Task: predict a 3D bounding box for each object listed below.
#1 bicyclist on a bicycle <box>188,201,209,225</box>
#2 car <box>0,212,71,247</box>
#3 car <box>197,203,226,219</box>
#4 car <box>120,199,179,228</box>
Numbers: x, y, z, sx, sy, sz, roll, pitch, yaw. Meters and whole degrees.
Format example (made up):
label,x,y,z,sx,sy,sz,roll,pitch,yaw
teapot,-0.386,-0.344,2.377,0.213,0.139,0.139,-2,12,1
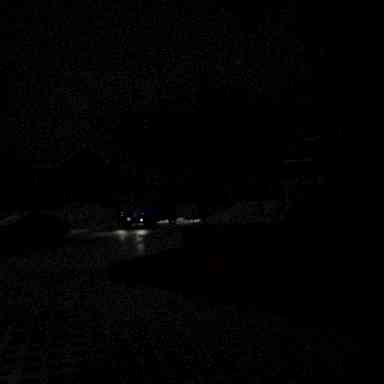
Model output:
label,x,y,z,sx,sy,sz,roll,pitch,yaw
bicyclist on a bicycle,0.487,1.327,19.634,1.656,1.620,0.582,-3,-2,28
car,-8.115,1.720,16.084,1.812,1.442,4.674,-3,-2,31
car,2.212,1.974,35.187,2.128,1.511,4.902,-3,-2,28
car,-3.077,1.554,25.376,2.150,2.045,5.566,-3,-2,28
